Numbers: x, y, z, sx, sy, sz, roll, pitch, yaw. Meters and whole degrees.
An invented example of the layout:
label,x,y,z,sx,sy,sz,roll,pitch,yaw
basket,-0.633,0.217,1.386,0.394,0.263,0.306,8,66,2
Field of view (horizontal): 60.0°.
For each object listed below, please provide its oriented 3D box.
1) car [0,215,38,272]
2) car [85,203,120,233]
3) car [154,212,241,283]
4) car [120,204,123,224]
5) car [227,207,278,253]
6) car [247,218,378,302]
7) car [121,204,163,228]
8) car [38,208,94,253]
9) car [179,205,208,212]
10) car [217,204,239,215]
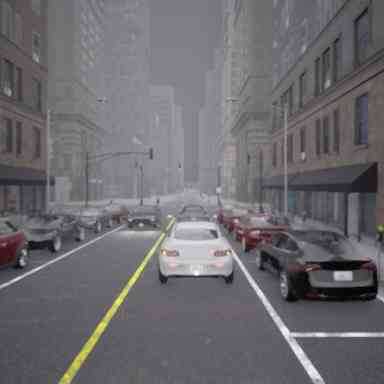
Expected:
label,x,y,z,sx,sy,sz,roll,pitch,yaw
car,-5.774,1.435,8.125,1.967,1.590,4.097,-1,0,0
car,-5.773,1.541,19.136,2.008,1.369,4.403,-1,0,0
car,0.103,1.521,9.539,1.812,1.442,4.674,0,0,0
car,-5.773,1.532,24.642,1.887,1.381,4.507,-1,0,0
car,2.752,1.537,13.631,1.887,1.381,4.507,-1,0,0
car,2.752,1.561,8.126,1.947,1.339,4.313,-1,0,0
car,-3.000,1.567,22.265,2.033,1.411,5.357,0,0,0
car,-5.773,1.558,13.631,1.947,1.339,4.313,-1,0,0
car,0.101,1.552,21.555,1.994,1.385,4.181,0,0,0
car,2.752,1.535,19.136,1.887,1.381,4.507,-1,0,0
